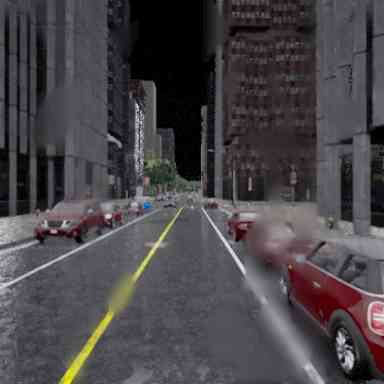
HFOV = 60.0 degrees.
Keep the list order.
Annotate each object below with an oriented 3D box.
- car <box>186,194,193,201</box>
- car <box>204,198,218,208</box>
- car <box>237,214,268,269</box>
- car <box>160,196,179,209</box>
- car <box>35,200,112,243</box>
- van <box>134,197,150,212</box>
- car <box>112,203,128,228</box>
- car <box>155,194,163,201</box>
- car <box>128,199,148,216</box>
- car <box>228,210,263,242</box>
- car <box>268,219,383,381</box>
[{"bbox_3d":[-0.592,1.703,90.418,1.967,1.590,4.097,0,0,0],"label":"car"},{"bbox_3d":[2.765,1.557,49.024,1.967,1.590,4.097,0,0,0],"label":"car"},{"bbox_3d":[2.764,1.596,10.941,1.802,1.307,4.206,0,0,0],"label":"car"},{"bbox_3d":[-3.046,1.677,47.669,1.994,1.385,4.181,0,0,1],"label":"car"},{"bbox_3d":[-5.761,1.335,16.377,2.192,1.841,5.009,0,0,0],"label":"car"},{"bbox_3d":[-5.761,1.421,38.141,1.690,1.788,3.998,0,0,0],"label":"van"},{"bbox_3d":[-5.761,1.470,21.819,1.967,1.590,4.097,0,0,0],"label":"car"},{"bbox_3d":[-9.117,1.828,90.368,1.947,1.339,4.313,0,0,0],"label":"car"},{"bbox_3d":[-5.762,1.644,32.699,1.802,1.307,4.206,0,0,0],"label":"car"},{"bbox_3d":[2.764,1.565,16.381,1.887,1.381,4.507,0,0,0],"label":"car"},{"bbox_3d":[2.764,1.447,5.500,1.967,1.590,4.097,0,0,0],"label":"car"}]
